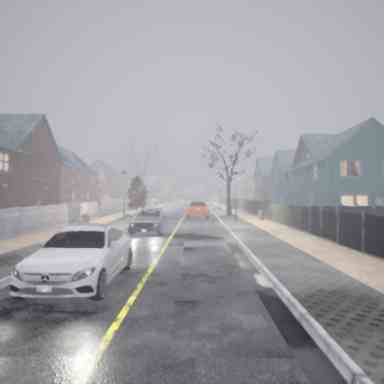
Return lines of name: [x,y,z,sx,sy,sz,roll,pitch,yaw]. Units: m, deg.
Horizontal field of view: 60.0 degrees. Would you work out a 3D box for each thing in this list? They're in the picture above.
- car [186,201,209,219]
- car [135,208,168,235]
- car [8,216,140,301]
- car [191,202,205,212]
car: [0.582,1.633,32.200,2.097,1.767,4.553,0,-1,1]
car: [-2.525,1.698,20.348,2.033,1.411,5.357,0,0,1]
car: [-2.737,1.577,8.585,1.812,1.442,4.674,0,0,1]
car: [0.815,2.032,46.514,1.895,1.301,4.718,0,-1,1]
